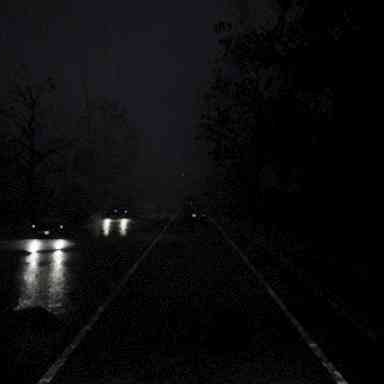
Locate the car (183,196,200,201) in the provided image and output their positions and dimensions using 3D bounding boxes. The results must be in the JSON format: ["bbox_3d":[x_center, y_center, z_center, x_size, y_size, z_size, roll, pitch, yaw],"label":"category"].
[{"bbox_3d":[-0.104,1.582,47.737,2.150,2.045,5.566,0,0,0],"label":"car"}]

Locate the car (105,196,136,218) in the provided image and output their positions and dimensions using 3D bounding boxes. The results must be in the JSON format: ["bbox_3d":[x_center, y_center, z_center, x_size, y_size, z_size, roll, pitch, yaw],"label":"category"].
[{"bbox_3d":[-7.069,1.446,33.526,2.150,2.045,5.566,0,-1,0],"label":"car"}]

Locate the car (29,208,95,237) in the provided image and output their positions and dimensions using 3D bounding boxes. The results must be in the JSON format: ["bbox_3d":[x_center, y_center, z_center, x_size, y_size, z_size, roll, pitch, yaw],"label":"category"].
[{"bbox_3d":[-7.042,1.614,18.779,2.033,1.411,5.357,0,-1,0],"label":"car"}]

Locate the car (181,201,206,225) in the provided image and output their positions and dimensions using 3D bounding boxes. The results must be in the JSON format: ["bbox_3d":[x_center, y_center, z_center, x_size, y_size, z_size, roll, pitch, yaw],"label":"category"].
[{"bbox_3d":[0.131,1.689,25.406,2.033,1.411,5.357,0,-1,0],"label":"car"}]
